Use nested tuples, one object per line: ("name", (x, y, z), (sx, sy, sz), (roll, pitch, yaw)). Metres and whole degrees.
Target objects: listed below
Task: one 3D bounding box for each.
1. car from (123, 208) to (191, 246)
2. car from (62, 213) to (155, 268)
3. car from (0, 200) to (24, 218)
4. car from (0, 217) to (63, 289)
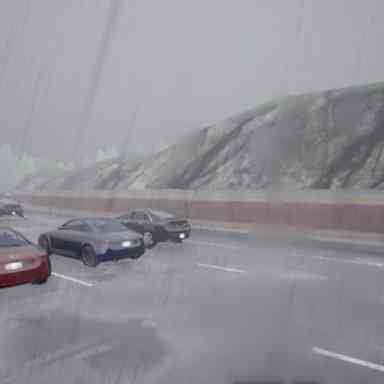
("car", (-2.241, 1.491, 14.882), (4.892, 1.490, 1.837), (0, 0, 40))
("car", (-3.529, 1.545, 11.408), (4.181, 1.385, 1.994), (0, 0, 40))
("car", (-15.825, 1.420, 28.308), (1.837, 1.490, 4.892), (0, 0, -42))
("car", (-5.335, 1.536, 8.363), (4.181, 1.385, 1.994), (0, 0, 40))
